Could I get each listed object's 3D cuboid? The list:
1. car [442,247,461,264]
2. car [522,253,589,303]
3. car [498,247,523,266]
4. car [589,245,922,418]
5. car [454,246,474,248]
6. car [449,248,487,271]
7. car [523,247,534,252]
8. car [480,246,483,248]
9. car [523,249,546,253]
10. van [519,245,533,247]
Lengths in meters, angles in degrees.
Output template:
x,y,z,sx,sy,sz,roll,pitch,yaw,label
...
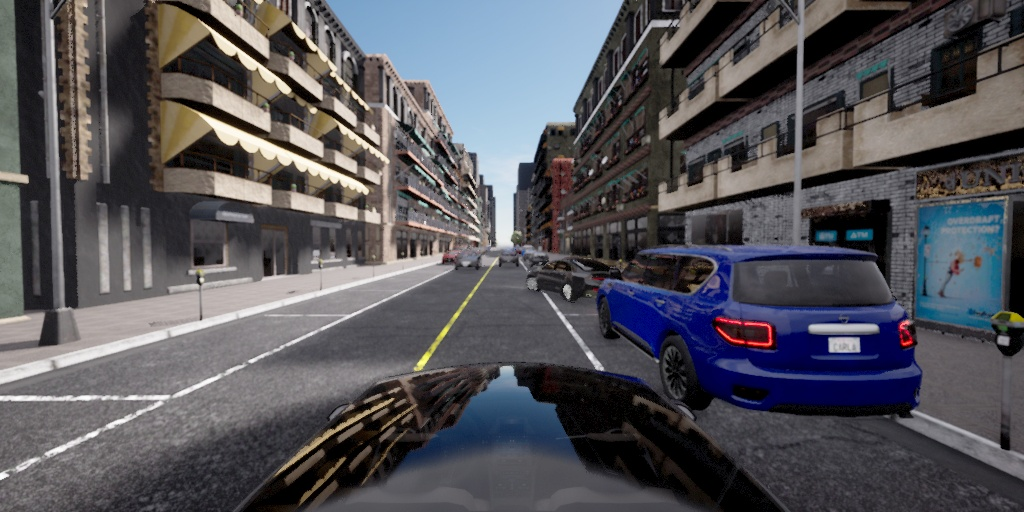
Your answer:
x,y,z,sx,sy,sz,roll,pitch,yaw,label
-6.114,0.098,37.172,1.888,1.381,4.507,0,0,-1,car
2.250,0.832,14.122,1.837,1.490,4.892,0,2,-22,car
-0.302,0.150,33.979,2.128,1.511,4.902,0,2,0,car
3.057,0.829,6.017,2.150,2.045,5.566,0,2,-1,car
-6.182,-0.321,42.834,2.192,1.841,5.009,0,0,-1,car
-3.419,0.326,28.708,2.128,1.511,4.902,0,2,-1,car
2.198,-0.091,42.933,2.007,1.370,4.403,0,0,-1,car
-6.386,-0.753,59.815,1.967,1.591,4.097,0,0,-1,car
2.334,0.286,31.611,2.007,1.370,4.403,0,0,-1,car
2.130,-0.487,48.592,1.690,1.789,3.998,0,0,-1,van
